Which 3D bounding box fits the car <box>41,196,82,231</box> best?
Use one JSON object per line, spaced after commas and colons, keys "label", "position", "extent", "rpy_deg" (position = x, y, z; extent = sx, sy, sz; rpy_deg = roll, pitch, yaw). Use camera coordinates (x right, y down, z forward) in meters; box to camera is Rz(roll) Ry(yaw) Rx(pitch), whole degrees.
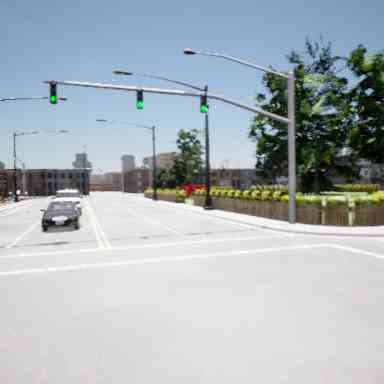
{"label": "car", "position": [-7.541, 1.276, 19.315], "extent": [2.128, 1.511, 4.902], "rpy_deg": [-2, 1, -19]}

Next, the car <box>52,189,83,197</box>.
{"label": "car", "position": [-10.760, 0.864, 28.801], "extent": [2.150, 2.045, 5.566], "rpy_deg": [-2, 1, -19]}

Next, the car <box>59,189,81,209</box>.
{"label": "car", "position": [-13.979, 0.718, 38.478], "extent": [2.150, 2.045, 5.566], "rpy_deg": [-1, 1, -18]}
